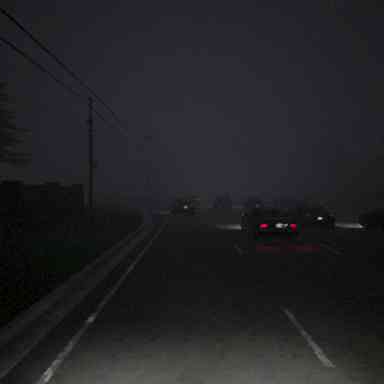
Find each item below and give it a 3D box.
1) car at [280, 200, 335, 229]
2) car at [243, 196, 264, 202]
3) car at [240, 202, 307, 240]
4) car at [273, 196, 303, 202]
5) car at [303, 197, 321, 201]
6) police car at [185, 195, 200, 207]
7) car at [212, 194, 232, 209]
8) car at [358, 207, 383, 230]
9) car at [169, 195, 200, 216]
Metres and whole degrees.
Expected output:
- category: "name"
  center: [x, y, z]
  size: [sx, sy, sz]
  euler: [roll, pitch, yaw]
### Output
- category: "car"
  center: [7.102, 1.421, 20.453]
  size: [1.994, 1.385, 4.181]
  euler: [0, 0, 0]
- category: "car"
  center: [7.104, 1.235, 38.437]
  size: [1.837, 1.490, 4.892]
  euler: [0, 0, 0]
- category: "car"
  center: [3.602, 1.433, 16.291]
  size: [2.033, 1.411, 5.357]
  euler: [0, 0, 0]
- category: "car"
  center: [10.604, 1.211, 38.007]
  size: [1.882, 1.535, 5.008]
  euler: [0, 0, 0]
- category: "car"
  center: [14.104, 1.267, 40.122]
  size: [2.033, 1.411, 5.357]
  euler: [0, 0, 0]
- category: "police car"
  center: [0.104, 1.177, 46.676]
  size: [2.038, 1.542, 4.974]
  euler: [0, 0, 0]
- category: "car"
  center: [3.604, 1.068, 40.392]
  size: [2.097, 1.767, 4.553]
  euler: [0, 0, 0]
- category: "car"
  center: [10.601, 1.428, 16.985]
  size: [2.033, 1.411, 5.357]
  euler: [0, 0, 0]
- category: "car"
  center: [-0.931, 1.290, 30.095]
  size: [2.163, 1.488, 4.792]
  euler: [0, 0, -10]
